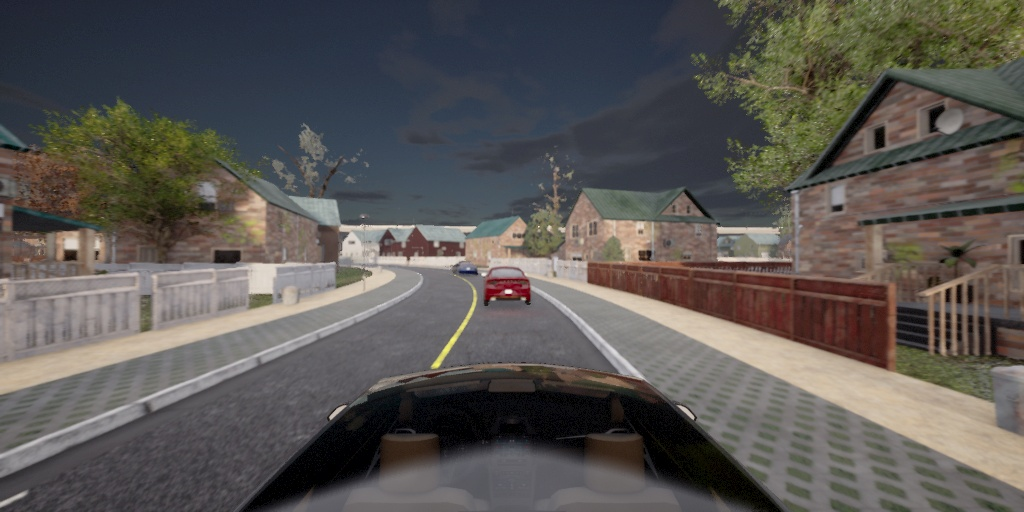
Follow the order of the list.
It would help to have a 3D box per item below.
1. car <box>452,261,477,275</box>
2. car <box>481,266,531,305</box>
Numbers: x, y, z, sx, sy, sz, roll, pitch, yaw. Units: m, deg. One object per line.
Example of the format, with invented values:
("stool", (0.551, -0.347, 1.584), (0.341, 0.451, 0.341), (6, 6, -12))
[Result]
("car", (-4.881, 1.184, 36.551), (1.994, 1.385, 4.181), (0, 0, -19))
("car", (-0.322, 1.179, 15.912), (1.882, 1.535, 5.008), (0, 0, -5))
